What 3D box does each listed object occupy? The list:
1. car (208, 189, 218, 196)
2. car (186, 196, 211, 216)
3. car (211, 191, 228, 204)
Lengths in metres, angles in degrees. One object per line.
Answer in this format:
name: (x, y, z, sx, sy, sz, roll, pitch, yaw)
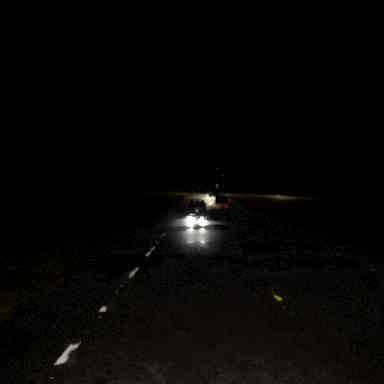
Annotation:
car: (5.018, 0.229, 77.474, 2.150, 2.045, 5.566, 1, 2, 1)
car: (0.487, 1.363, 31.577, 2.128, 1.511, 4.902, 1, 1, 1)
car: (4.615, 1.056, 52.974, 2.128, 1.511, 4.902, 1, 1, 1)
